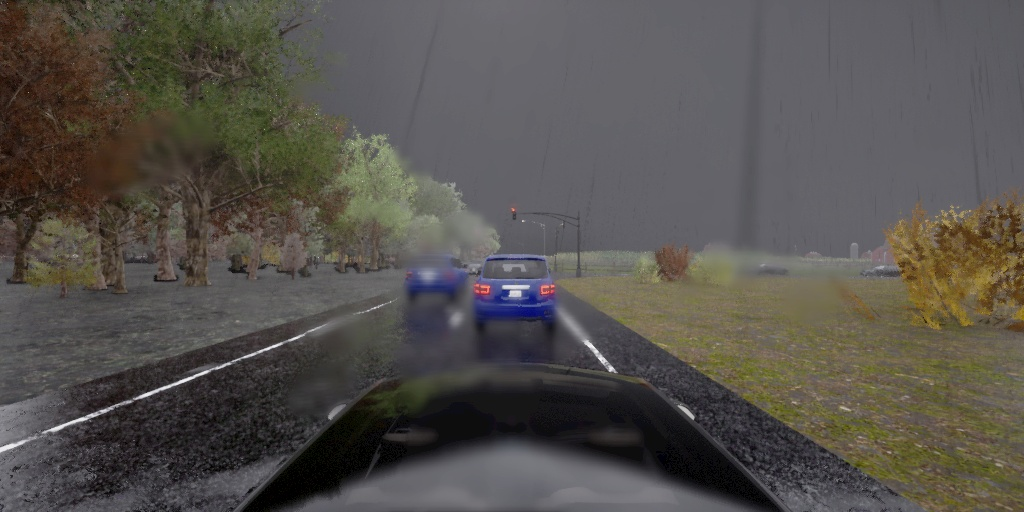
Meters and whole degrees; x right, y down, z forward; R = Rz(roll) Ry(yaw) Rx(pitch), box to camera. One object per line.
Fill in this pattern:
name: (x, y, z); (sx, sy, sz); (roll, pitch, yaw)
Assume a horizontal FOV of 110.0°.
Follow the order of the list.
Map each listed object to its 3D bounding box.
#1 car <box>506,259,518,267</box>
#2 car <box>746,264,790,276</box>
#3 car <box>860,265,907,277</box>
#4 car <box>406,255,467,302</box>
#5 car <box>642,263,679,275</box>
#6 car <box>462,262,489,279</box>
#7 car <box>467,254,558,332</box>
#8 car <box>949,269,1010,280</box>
car: (0.039, 1.245, 65.206); (2.128, 1.511, 4.902); (0, 0, 0)
car: (30.625, 1.668, 42.975); (4.674, 1.442, 1.812); (1, -1, 0)
car: (44.520, 1.819, 42.910); (4.674, 1.442, 1.812); (1, -1, 0)
car: (-3.412, 0.976, 17.238); (2.150, 2.045, 5.566); (0, 0, 0)
car: (17.656, 1.526, 43.058); (4.674, 1.442, 1.812); (1, -1, 1)
car: (-3.433, 1.304, 34.676); (2.033, 1.411, 5.357); (0, 0, 0)
car: (0.090, 0.974, 11.065); (2.150, 2.045, 5.566); (0, 0, 0)
car: (50.983, 1.851, 39.284); (5.357, 1.411, 2.033); (1, -1, 1)
